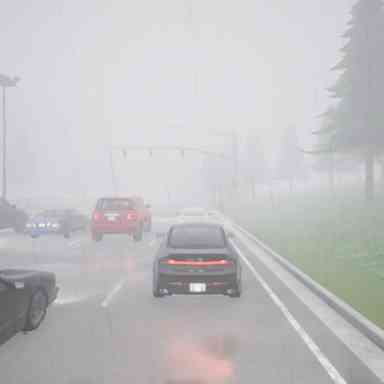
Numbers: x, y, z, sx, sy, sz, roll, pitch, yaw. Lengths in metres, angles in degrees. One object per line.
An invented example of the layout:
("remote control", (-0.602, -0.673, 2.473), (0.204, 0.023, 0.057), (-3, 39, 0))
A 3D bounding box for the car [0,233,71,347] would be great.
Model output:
("car", (-3.400, 1.545, 3.749), (2.033, 1.411, 5.357), (0, 0, 0))

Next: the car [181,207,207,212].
("car", (0.111, 1.515, 17.598), (1.812, 1.442, 4.674), (0, 0, 0))

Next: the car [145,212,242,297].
("car", (0.106, 1.500, 8.521), (1.837, 1.490, 4.892), (0, 0, 0))

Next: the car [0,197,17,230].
("car", (-10.390, 1.211, 16.558), (2.150, 2.045, 5.566), (0, 0, 0))

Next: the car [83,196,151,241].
("car", (-3.388, 1.211, 16.715), (2.150, 2.045, 5.566), (0, 0, 0))

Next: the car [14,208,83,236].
("car", (-6.856, 1.537, 17.448), (2.033, 1.411, 5.357), (0, 0, -2))
